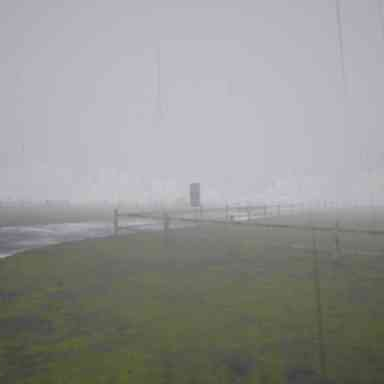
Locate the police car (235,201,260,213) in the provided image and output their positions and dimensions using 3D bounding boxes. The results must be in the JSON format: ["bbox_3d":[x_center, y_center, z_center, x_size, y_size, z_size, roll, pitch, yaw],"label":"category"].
[{"bbox_3d":[7.592,1.984,45.775,1.930,1.638,5.238,-1,-1,36],"label":"police car"}]
